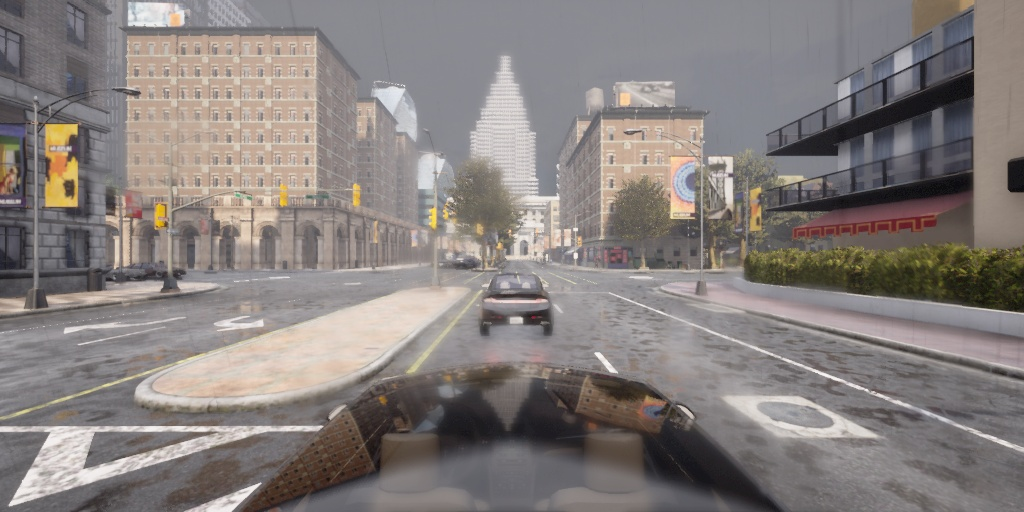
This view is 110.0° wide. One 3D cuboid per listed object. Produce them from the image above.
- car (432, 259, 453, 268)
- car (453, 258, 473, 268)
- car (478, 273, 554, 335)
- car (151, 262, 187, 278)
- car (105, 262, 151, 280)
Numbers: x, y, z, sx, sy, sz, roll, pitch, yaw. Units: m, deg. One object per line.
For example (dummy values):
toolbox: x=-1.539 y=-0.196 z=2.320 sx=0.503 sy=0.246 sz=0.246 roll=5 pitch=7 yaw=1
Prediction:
car: x=-11.515 y=1.245 z=60.611 sx=2.128 sy=1.511 sz=4.902 roll=0 pitch=0 yaw=0
car: x=-8.025 y=1.354 z=59.164 sx=1.895 sy=1.301 sz=4.718 roll=0 pitch=0 yaw=0
car: x=0.105 y=1.242 z=10.479 sx=2.128 sy=1.511 sz=4.902 roll=0 pitch=0 yaw=0
car: x=-33.849 y=1.299 z=33.597 sx=5.357 sy=1.411 sz=2.033 roll=0 pitch=0 yaw=0
car: x=-33.826 y=1.352 z=30.098 sx=4.718 sy=1.301 sz=1.895 roll=0 pitch=0 yaw=0
